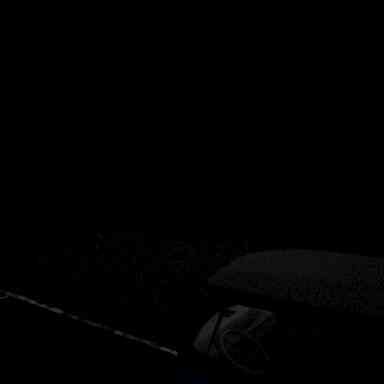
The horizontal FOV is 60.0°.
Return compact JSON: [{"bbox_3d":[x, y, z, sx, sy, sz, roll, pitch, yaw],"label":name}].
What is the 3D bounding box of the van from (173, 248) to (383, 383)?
[{"bbox_3d":[1.689,1.341,1.761,3.998,1.788,1.690,0,0,35],"label":"van"}]
